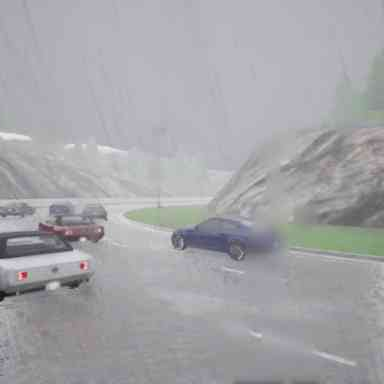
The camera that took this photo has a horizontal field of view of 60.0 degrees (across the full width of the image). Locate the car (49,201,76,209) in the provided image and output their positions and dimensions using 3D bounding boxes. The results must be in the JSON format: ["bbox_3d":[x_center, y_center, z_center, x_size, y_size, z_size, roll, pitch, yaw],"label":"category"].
[{"bbox_3d":[-13.378,1.650,34.613,1.882,1.535,5.008,0,0,-9],"label":"car"}]

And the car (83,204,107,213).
[{"bbox_3d":[-8.538,1.723,29.151,1.994,1.385,4.181,0,0,-18],"label":"car"}]

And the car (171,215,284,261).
[{"bbox_3d":[1.209,1.620,12.698,4.674,1.442,1.812,0,0,45],"label":"car"}]

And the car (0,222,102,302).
[{"bbox_3d":[-4.388,1.640,8.438,1.895,1.301,4.718,1,-1,-44],"label":"car"}]

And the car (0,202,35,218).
[{"bbox_3d":[-16.495,1.686,31.712,2.033,1.411,5.357,0,0,-11],"label":"car"}]

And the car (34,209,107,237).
[{"bbox_3d":[-5.825,1.682,15.659,1.895,1.301,4.718,1,0,-36],"label":"car"}]
